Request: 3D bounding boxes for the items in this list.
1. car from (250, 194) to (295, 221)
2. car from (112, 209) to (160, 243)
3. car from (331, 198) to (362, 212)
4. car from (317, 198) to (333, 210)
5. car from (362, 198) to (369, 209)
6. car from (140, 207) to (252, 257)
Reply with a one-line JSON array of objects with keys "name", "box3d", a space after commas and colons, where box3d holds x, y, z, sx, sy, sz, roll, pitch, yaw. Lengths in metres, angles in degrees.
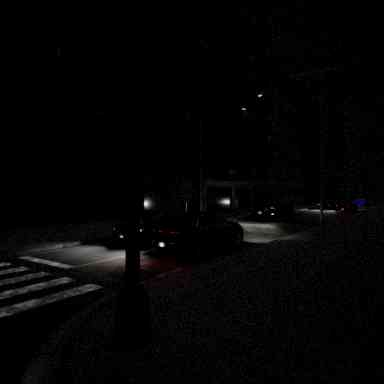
[{"name": "car", "box3d": [6.660, 1.214, 27.271, 2.150, 2.045, 5.566, 0, 0, 35]}, {"name": "car", "box3d": [-1.567, 1.519, 15.361, 1.812, 1.442, 4.674, 0, 0, 33]}, {"name": "car", "box3d": [17.840, 1.605, 38.352, 1.895, 1.301, 4.718, 0, 0, 35]}, {"name": "car", "box3d": [17.682, 1.501, 43.060, 1.837, 1.490, 4.892, 0, 0, 35]}, {"name": "car", "box3d": [23.589, 1.536, 46.749, 1.812, 1.442, 4.674, 0, 0, 35]}, {"name": "car", "box3d": [0.361, 1.510, 13.147, 1.837, 1.490, 4.892, 0, 0, 35]}]
